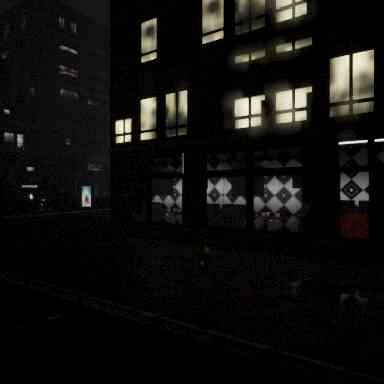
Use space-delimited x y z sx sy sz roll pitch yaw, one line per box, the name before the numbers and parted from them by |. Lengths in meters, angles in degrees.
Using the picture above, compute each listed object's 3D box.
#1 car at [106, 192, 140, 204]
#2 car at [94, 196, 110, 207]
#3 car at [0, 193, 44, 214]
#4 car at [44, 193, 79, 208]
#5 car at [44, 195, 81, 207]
car | -9.884 0.847 48.164 1.837 1.490 4.892 0 1 35
car | -9.781 1.072 38.191 1.947 1.339 4.313 1 2 35
car | -16.134 1.029 29.090 2.192 1.841 5.009 1 2 35
car | -16.211 0.902 39.120 2.097 1.767 4.553 0 1 35
car | -16.687 1.074 42.939 1.802 1.307 4.206 1 2 35
